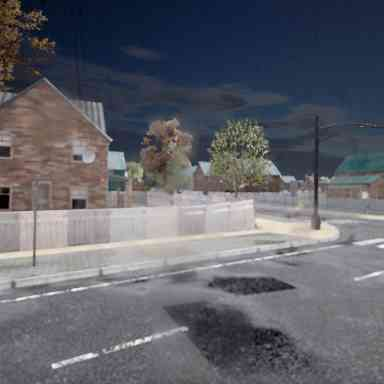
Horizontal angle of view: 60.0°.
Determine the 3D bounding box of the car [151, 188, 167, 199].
[{"bbox_3d":[-6.263,0.294,61.823,2.150,2.045,5.566,1,1,-21],"label":"car"}]
